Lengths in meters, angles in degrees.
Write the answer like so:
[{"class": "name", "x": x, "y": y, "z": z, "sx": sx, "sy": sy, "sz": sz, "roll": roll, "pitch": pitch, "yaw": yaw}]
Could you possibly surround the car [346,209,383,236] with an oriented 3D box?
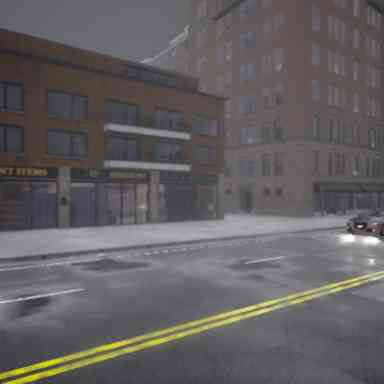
[{"class": "car", "x": 10.841, "y": 1.722, "z": 19.405, "sx": 4.181, "sy": 1.385, "sz": 1.994, "roll": 1, "pitch": 0, "yaw": -35}]
